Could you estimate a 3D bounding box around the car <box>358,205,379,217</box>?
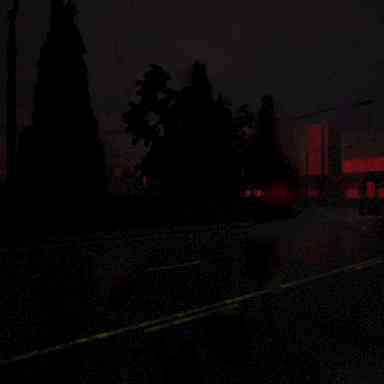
[{"bbox_3d":[23.855,2.544,44.962,1.812,1.442,4.674,0,-1,18],"label":"car"}]
